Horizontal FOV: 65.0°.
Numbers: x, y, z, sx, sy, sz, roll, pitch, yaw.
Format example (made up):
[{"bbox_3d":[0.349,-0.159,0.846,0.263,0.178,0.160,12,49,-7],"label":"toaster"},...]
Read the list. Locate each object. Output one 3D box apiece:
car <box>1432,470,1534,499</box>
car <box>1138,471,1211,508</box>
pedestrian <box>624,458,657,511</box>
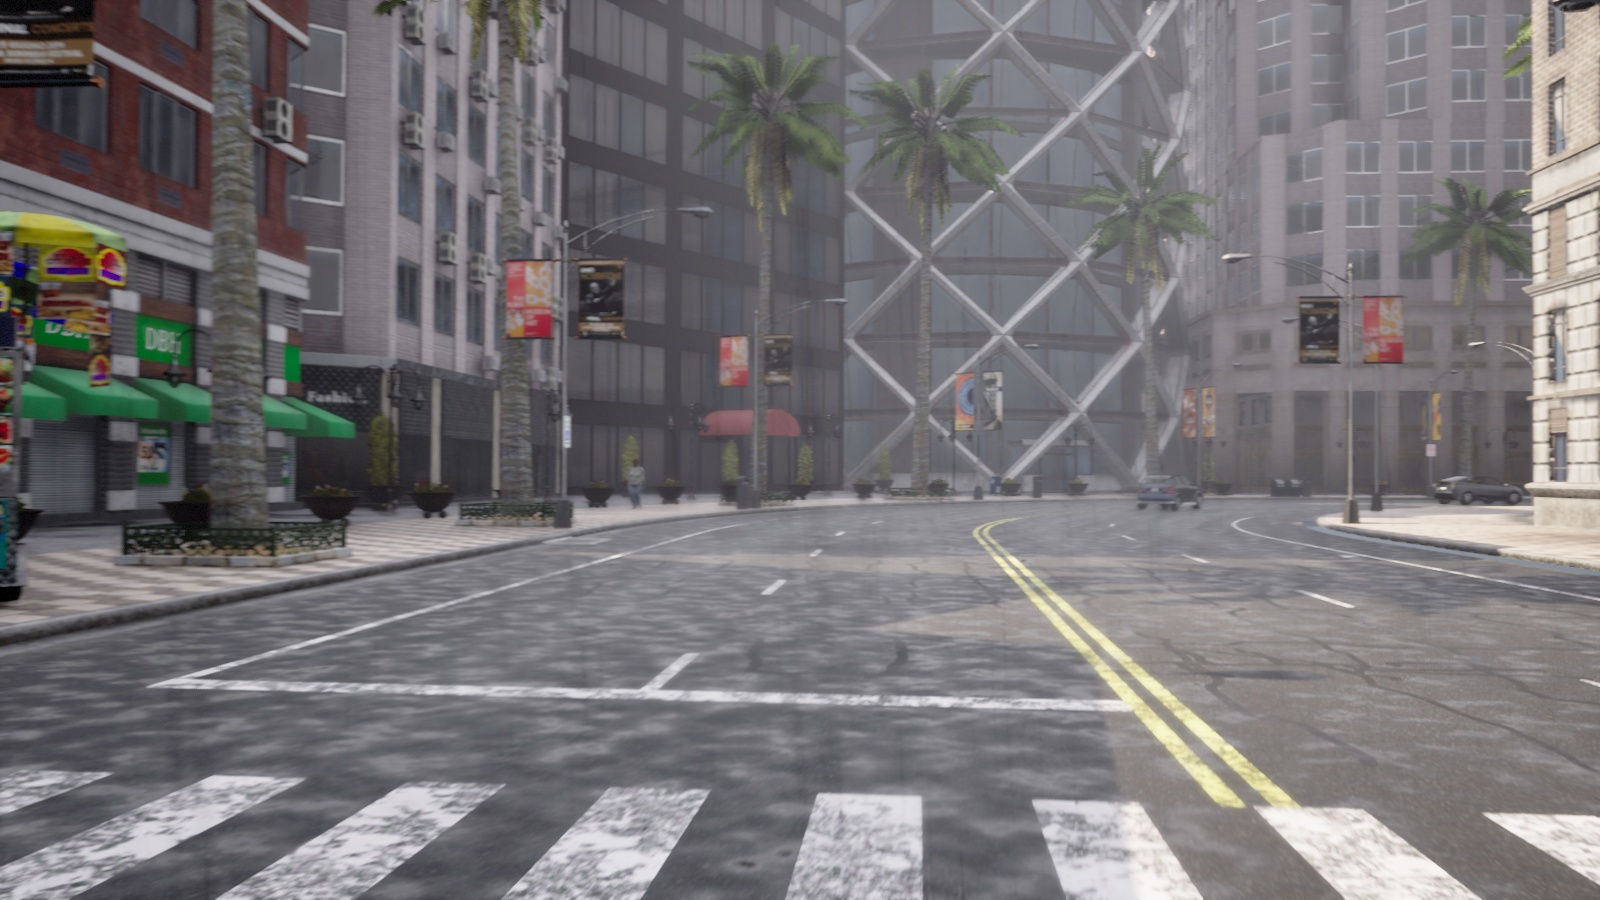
[{"bbox_3d":[35.856,1.795,65.957,4.514,1.525,2.007,0,-1,-14],"label":"car"},{"bbox_3d":[16.046,1.662,53.693,1.789,1.549,3.705,-1,-1,38],"label":"car"},{"bbox_3d":[-5.652,1.230,44.537,0.874,1.855,0.900,0,-1,16],"label":"pedestrian"}]
